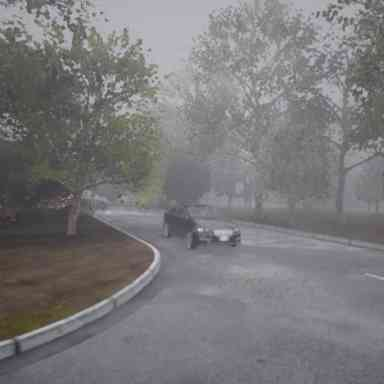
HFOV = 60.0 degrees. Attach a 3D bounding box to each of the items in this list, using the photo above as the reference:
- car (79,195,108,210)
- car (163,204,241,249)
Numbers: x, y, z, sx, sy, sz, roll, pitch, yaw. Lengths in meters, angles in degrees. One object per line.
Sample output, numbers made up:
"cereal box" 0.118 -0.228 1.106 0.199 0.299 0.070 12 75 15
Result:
"car" -9.847 1.007 31.166 4.181 1.385 1.994 1 -1 31
"car" 0.213 1.251 13.337 2.128 1.511 4.902 2 0 -21
